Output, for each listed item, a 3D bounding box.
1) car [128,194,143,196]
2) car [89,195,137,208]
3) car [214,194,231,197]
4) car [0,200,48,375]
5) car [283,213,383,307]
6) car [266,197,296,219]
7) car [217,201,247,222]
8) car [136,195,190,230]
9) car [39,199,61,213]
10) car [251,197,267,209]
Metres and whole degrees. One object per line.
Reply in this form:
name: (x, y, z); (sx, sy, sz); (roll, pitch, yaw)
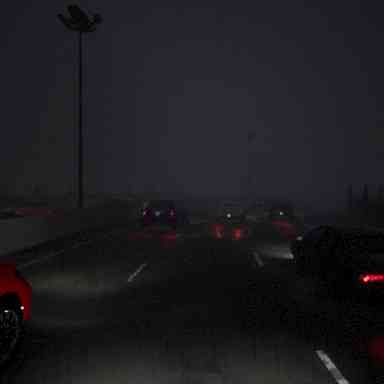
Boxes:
car: (-8.173, 1.053, 46.135); (2.097, 1.767, 4.553); (0, 1, 24)
car: (-6.992, 1.307, 28.537); (2.128, 1.511, 4.902); (0, 0, 15)
car: (5.538, 1.073, 63.284); (1.882, 1.535, 5.008); (0, 0, 36)
car: (-3.363, 1.206, 2.328); (2.150, 2.045, 5.566); (0, 0, 1)
car: (3.847, 1.495, 8.069); (2.033, 1.411, 5.357); (0, 0, 4)
car: (7.300, 1.330, 27.060); (1.837, 1.490, 4.892); (0, 0, 16)
car: (3.016, 1.367, 24.690); (1.812, 1.442, 4.674); (0, 0, 13)
car: (-1.508, 1.220, 20.377); (2.097, 1.767, 4.553); (0, 0, 10)
car: (-11.628, 1.321, 24.254); (1.882, 1.535, 5.008); (0, 0, 12)
car: (8.569, 1.286, 40.405); (2.033, 1.411, 5.357); (0, 0, 25)
